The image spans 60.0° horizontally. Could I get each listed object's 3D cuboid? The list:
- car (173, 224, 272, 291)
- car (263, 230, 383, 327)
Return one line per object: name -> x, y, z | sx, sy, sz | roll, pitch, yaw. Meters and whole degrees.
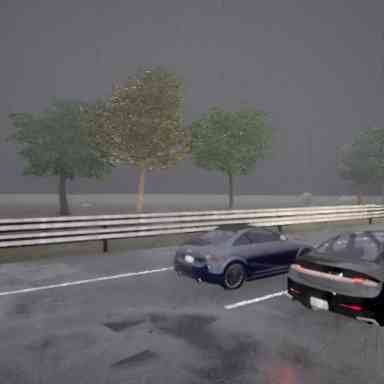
car -> 1.570, 1.590, 9.166 | 4.181, 1.385, 1.994 | 0, 0, -36
car -> 3.945, 1.519, 6.563 | 4.902, 1.511, 2.128 | 0, 0, -36
